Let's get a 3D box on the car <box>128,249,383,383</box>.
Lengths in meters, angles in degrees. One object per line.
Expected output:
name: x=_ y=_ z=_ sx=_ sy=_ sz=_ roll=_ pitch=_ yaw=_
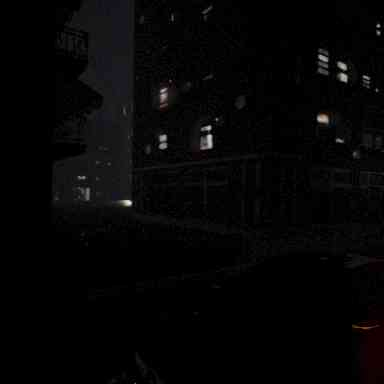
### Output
car: x=1.528 y=1.531 z=4.155 sx=4.674 sy=1.442 sz=1.812 roll=0 pitch=0 yaw=-35
